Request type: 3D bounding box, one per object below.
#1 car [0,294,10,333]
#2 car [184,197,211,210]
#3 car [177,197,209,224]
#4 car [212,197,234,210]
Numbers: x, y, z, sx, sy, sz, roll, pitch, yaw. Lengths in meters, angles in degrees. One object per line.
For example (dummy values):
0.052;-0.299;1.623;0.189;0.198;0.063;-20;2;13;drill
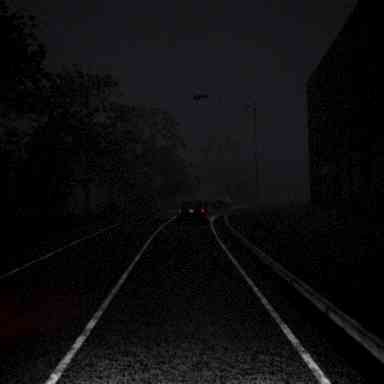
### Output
-3.394;1.610;2.307;1.895;1.301;4.718;0;0;-1;car
0.754;1.484;43.661;1.882;1.535;5.008;-2;-1;21;car
0.123;1.336;24.935;2.097;1.767;4.553;-1;0;4;car
3.918;1.363;42.283;1.882;1.535;5.008;-2;0;20;car
